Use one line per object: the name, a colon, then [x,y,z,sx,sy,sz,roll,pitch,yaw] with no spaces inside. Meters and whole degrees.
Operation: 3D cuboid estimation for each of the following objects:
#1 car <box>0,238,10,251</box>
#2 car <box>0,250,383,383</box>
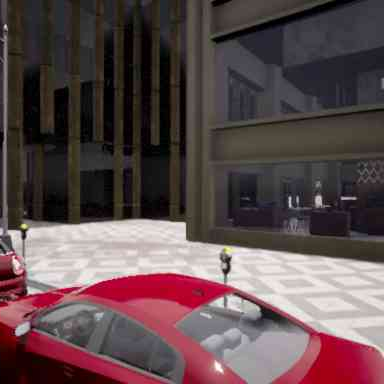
car: [-5.138,1.392,6.626,4.097,1.590,1.967,0,0,35]
car: [-0.564,1.531,3.365,4.507,1.381,1.887,0,0,35]
